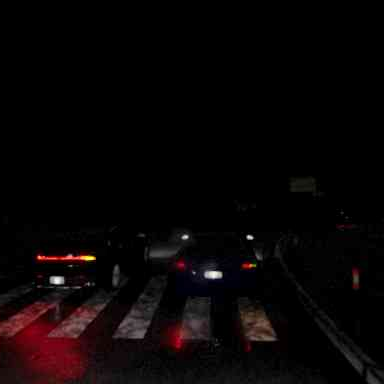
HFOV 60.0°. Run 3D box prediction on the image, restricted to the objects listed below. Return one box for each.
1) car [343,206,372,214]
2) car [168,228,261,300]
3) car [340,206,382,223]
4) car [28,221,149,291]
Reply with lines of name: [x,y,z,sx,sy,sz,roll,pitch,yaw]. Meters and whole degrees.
car: [28.495,3.191,57.477,1.895,1.301,4.718,1,-5,-12]
car: [0.648,1.606,8.560,1.994,1.385,4.181,-1,0,6]
car: [15.943,2.074,31.271,4.902,1.511,2.128,0,-3,-35]
car: [-2.519,1.583,9.246,1.837,1.490,4.892,-1,0,6]
